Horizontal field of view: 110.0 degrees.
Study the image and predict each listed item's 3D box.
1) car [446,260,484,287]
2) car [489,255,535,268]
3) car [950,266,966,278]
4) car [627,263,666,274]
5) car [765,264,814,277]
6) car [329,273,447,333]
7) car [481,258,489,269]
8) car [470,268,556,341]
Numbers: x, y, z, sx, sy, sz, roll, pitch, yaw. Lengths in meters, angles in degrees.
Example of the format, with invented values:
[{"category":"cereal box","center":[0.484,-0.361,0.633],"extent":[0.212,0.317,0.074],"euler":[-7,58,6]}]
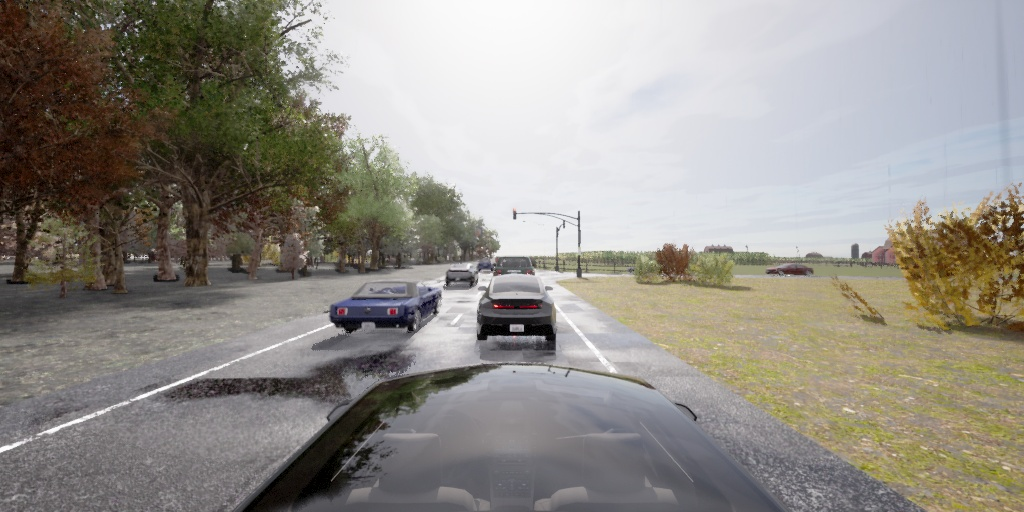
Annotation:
[{"category":"car","center":[-3.397,1.246,24.926],"extent":[2.128,1.511,4.902],"euler":[0,0,0]},{"category":"car","center":[0.104,0.976,19.810],"extent":[2.150,2.045,5.566],"euler":[0,0,0]},{"category":"car","center":[48.935,1.807,39.221],"extent":[4.674,1.442,1.812],"euler":[1,-1,0]},{"category":"car","center":[16.193,1.511,43.056],"extent":[4.674,1.442,1.812],"euler":[1,-1,2]},{"category":"car","center":[33.143,1.647,42.889],"extent":[5.008,1.535,1.882],"euler":[1,-1,0]},{"category":"car","center":[-3.399,1.353,10.732],"extent":[1.895,1.301,4.718],"euler":[0,0,0]},{"category":"car","center":[-3.396,1.108,47.790],"extent":[2.097,1.767,4.553],"euler":[0,0,0]},{"category":"car","center":[0.101,1.257,9.895],"extent":[1.837,1.490,4.892],"euler":[0,0,0]}]
